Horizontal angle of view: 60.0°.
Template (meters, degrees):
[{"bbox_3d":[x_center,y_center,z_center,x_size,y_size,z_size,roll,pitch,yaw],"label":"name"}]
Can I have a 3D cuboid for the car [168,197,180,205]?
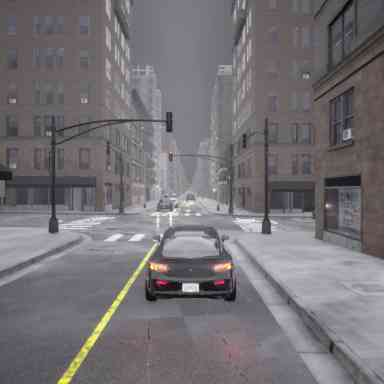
[{"bbox_3d":[-3.293,1.641,61.433,2.033,1.411,5.357,0,0,0],"label":"car"}]

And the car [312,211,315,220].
[{"bbox_3d":[12.257,1.722,26.824,5.008,1.535,1.882,1,0,-1],"label":"car"}]

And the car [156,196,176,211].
[{"bbox_3d":[-3.264,1.557,40.800,1.837,1.490,4.892,0,0,-2],"label":"car"}]

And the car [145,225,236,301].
[{"bbox_3d":[-0.024,1.527,8.196,1.812,1.442,4.674,0,0,0],"label":"car"}]

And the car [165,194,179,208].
[{"bbox_3d":[-3.285,1.294,50.854,2.150,2.045,5.566,0,0,0],"label":"car"}]

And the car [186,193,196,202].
[{"bbox_3d":[-0.306,1.360,81.732,2.150,2.045,5.566,0,0,0],"label":"car"}]
